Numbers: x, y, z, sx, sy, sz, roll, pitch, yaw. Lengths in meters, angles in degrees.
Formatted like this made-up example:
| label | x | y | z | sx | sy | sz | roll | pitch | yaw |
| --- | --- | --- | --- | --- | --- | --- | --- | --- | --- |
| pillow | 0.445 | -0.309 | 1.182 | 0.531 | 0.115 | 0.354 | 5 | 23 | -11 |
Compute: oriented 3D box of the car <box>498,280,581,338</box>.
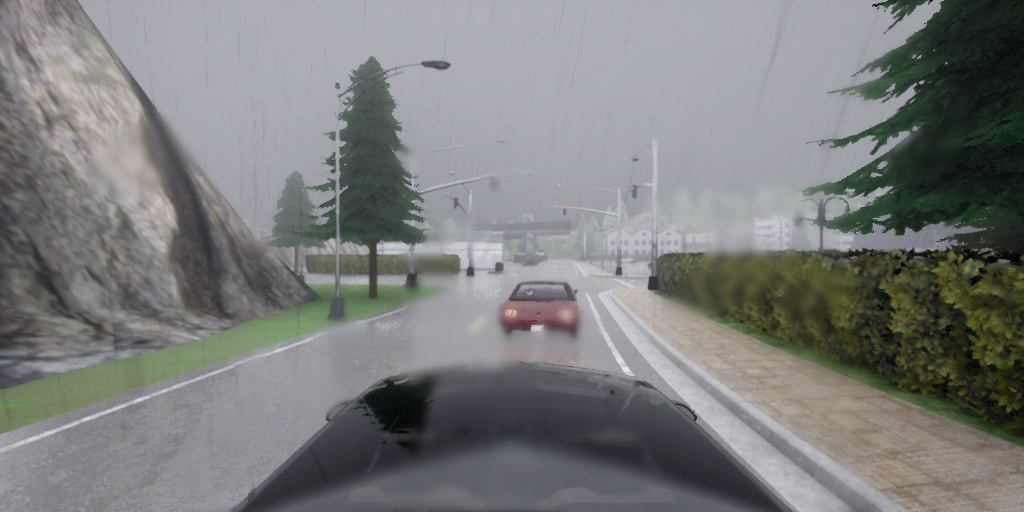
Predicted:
| label | x | y | z | sx | sy | sz | roll | pitch | yaw |
| --- | --- | --- | --- | --- | --- | --- | --- | --- | --- |
| car | 0.929 | 1.337 | 10.231 | 1.895 | 1.301 | 4.718 | 0 | 0 | 8 |
